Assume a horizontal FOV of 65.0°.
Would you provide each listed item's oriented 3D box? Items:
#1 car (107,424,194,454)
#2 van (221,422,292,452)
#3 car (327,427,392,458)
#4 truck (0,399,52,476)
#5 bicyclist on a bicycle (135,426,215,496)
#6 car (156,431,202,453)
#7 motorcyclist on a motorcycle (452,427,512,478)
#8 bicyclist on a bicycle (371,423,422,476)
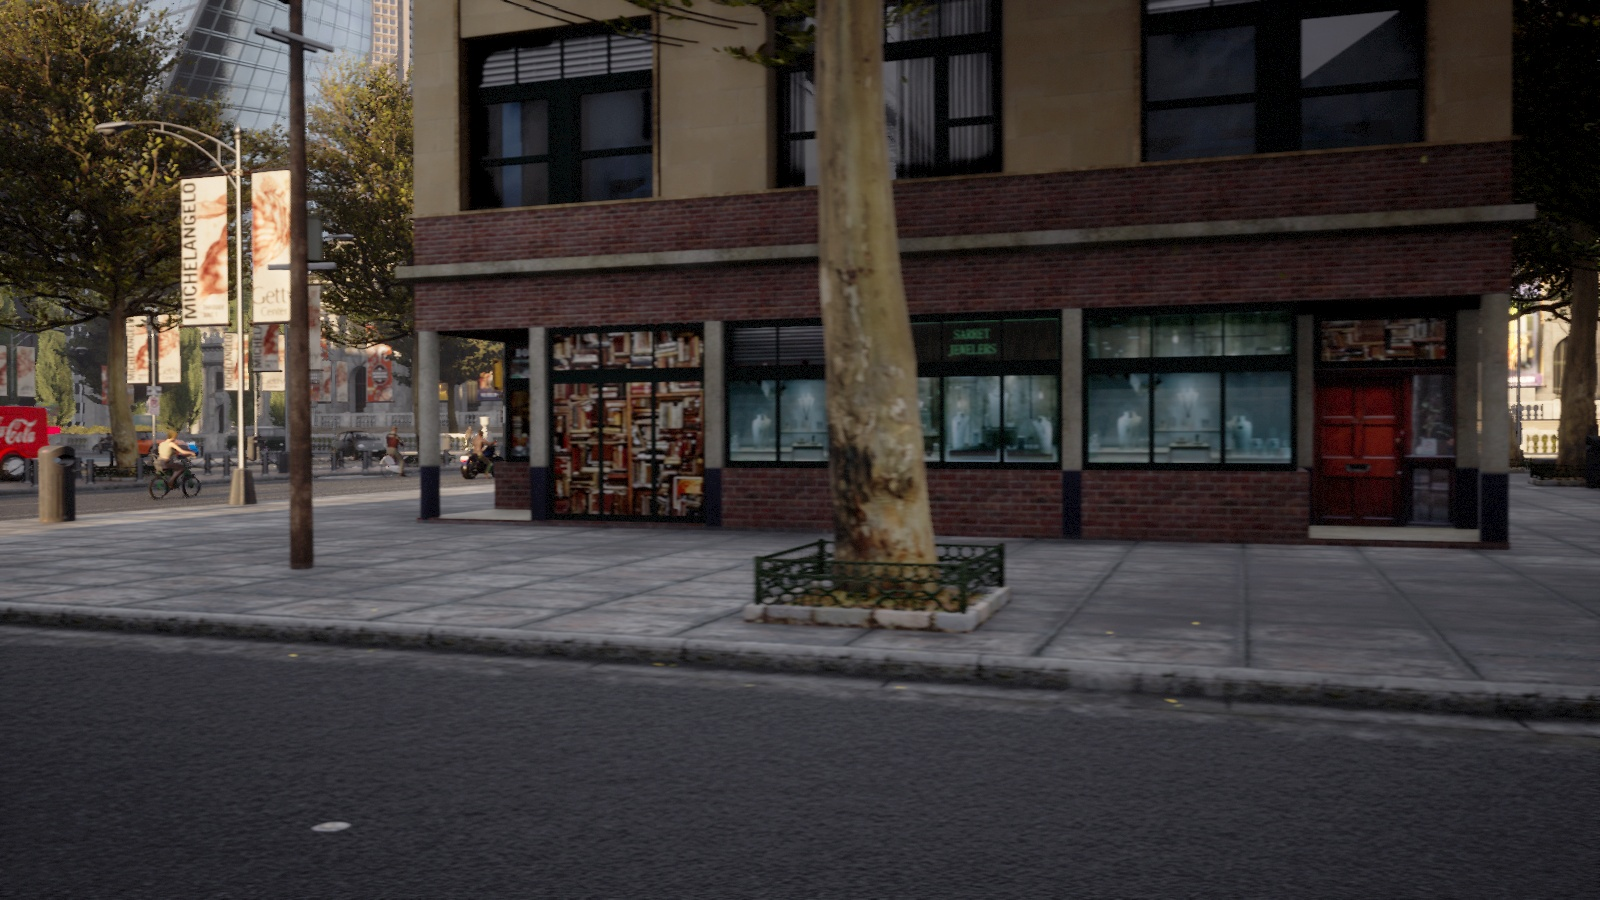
[{"bbox_3d":[-39.090,-0.659,75.644,4.553,1.767,2.097,1,1,19],"label":"car"},{"bbox_3d":[-37.295,-0.924,86.148,4.442,1.987,1.775,1,1,20],"label":"van"},{"bbox_3d":[-23.855,-0.442,67.940,1.851,1.617,3.988,-1,1,-43],"label":"car"},{"bbox_3d":[-27.064,-0.391,39.846,2.627,2.467,5.204,1,1,20],"label":"truck"},{"bbox_3d":[-14.759,0.238,29.687,0.866,1.612,1.509,1,1,20],"label":"bicyclist on a bicycle"},{"bbox_3d":[-39.307,-0.524,79.440,2.207,1.376,1.481,0,1,20],"label":"car"},{"bbox_3d":[-10.531,0.075,41.686,0.766,1.649,2.350,1,1,20],"label":"motorcyclist on a motorcycle"},{"bbox_3d":[-13.798,-0.037,43.007,0.659,1.776,1.843,1,1,20],"label":"bicyclist on a bicycle"}]
